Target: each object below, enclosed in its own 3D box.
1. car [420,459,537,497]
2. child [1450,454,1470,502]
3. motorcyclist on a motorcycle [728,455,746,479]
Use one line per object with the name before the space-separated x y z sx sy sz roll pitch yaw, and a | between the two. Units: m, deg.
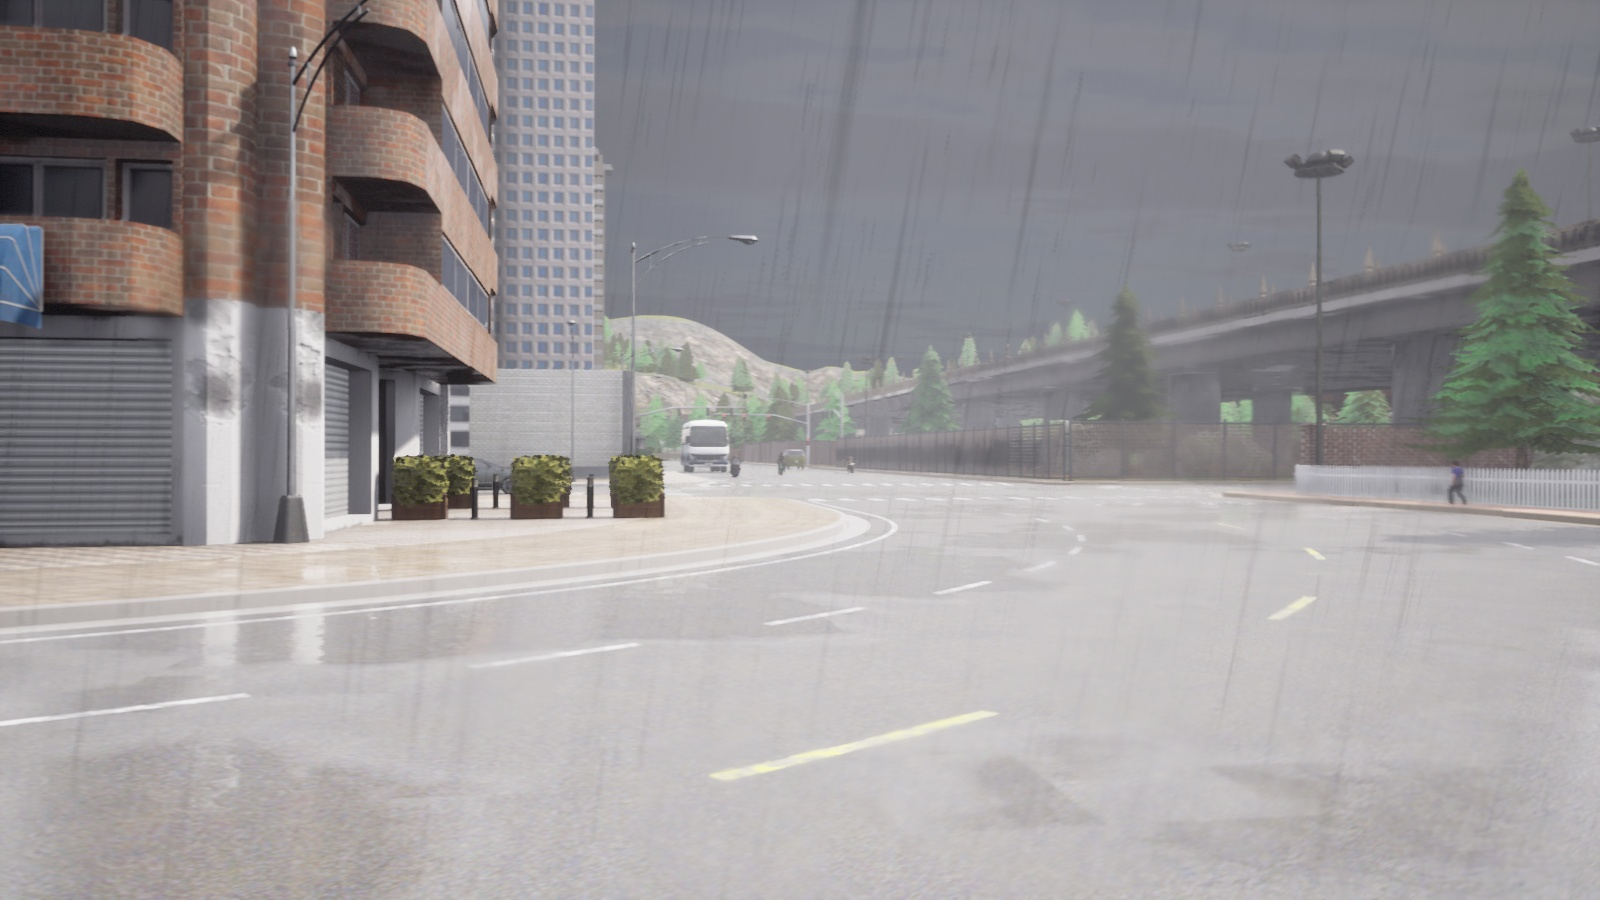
car | -12.340 1.062 48.460 4.181 1.385 1.994 0 0 -9
child | 17.631 0.743 33.542 0.270 1.263 0.437 0 0 -8
motorcyclist on a motorcycle | -3.972 1.057 79.180 0.866 1.530 2.191 0 0 -9
